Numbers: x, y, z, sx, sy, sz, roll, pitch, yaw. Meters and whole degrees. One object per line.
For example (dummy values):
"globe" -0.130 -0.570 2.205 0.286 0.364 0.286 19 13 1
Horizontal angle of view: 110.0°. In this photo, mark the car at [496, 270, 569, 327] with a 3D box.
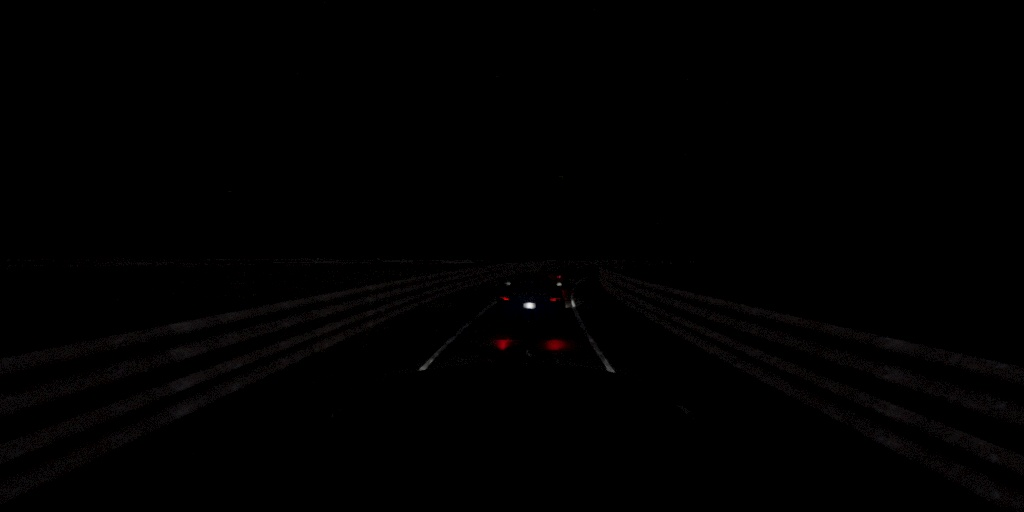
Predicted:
"car" 0.682 1.322 11.710 1.994 1.385 4.181 0 0 6

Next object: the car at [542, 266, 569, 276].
"car" 3.022 1.385 25.638 1.895 1.301 4.718 0 0 14
